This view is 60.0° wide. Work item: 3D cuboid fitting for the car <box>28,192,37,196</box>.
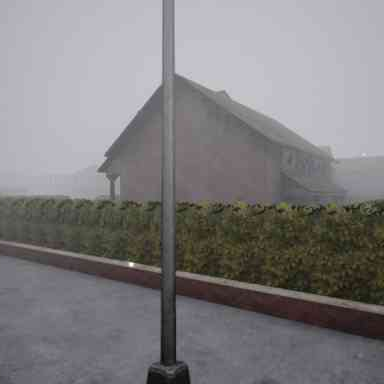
[{"bbox_3d":[-33.510,0.989,70.153,3.866,1.878,1.905,0,0,36],"label":"car"}]
